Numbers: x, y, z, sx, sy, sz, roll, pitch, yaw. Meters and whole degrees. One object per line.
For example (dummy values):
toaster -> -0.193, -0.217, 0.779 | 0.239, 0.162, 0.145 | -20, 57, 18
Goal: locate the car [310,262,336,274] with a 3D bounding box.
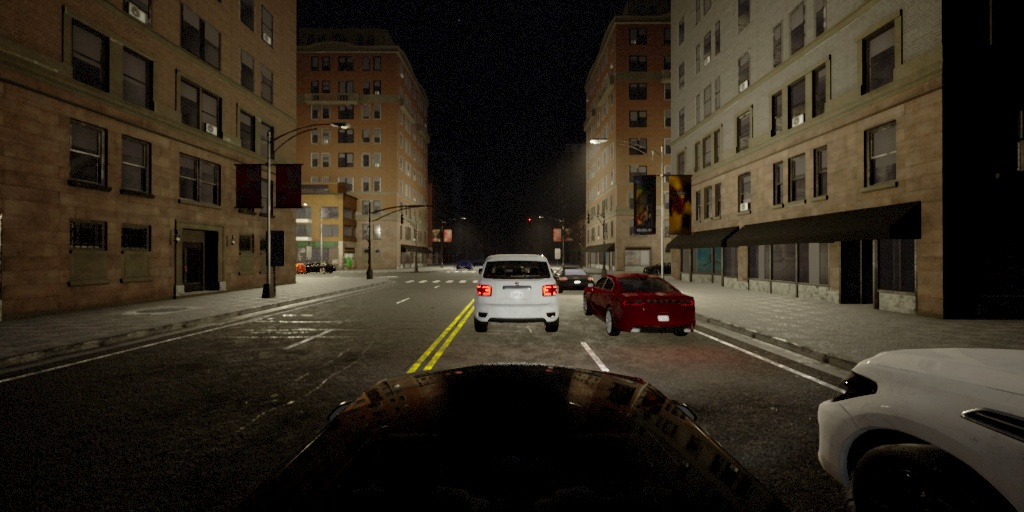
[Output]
car -> -22.070, 1.320, 40.283 | 4.313, 1.339, 1.948 | 0, 0, 0

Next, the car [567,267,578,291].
car -> 3.376, 1.310, 20.485 | 1.994, 1.385, 4.181 | 0, 0, 0

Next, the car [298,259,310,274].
car -> -24.385, 1.096, 37.736 | 4.553, 1.767, 2.097 | 0, 0, 1

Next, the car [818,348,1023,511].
car -> 3.347, 0.972, 0.237 | 2.150, 2.045, 5.566 | 0, 0, 0

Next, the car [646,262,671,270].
car -> 16.085, 1.345, 37.847 | 4.181, 1.385, 1.994 | 0, 0, 0

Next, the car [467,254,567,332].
car -> 0.116, 0.970, 10.963 | 2.150, 2.045, 5.566 | 0, 0, 0

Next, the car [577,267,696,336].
car -> 3.362, 1.226, 10.397 | 1.882, 1.535, 5.008 | 0, 0, 0

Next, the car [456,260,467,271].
car -> -6.531, 1.263, 49.247 | 1.812, 1.442, 4.674 | 0, 0, 0

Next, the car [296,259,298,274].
car -> -22.123, 1.165, 32.258 | 4.097, 1.591, 1.967 | 0, 0, 0
